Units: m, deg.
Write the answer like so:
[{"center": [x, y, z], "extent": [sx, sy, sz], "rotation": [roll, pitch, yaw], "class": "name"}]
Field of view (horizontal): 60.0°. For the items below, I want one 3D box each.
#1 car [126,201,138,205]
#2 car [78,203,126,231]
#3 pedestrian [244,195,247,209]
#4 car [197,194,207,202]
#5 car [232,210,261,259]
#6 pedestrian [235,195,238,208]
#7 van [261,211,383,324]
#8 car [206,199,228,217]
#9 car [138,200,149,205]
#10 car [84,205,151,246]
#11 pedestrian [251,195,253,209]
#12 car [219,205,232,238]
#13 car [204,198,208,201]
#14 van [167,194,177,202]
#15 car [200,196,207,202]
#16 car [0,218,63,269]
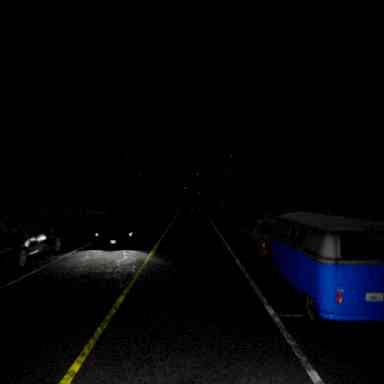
[{"center": [-5.768, 1.609, 26.383], "extent": [1.887, 1.381, 4.507], "rotation": [0, 0, 0], "class": "car"}, {"center": [-5.767, 1.602, 20.939], "extent": [2.008, 1.369, 4.403], "rotation": [0, 0, 0], "class": "car"}, {"center": [7.124, 1.290, 44.546], "extent": [0.375, 1.860, 0.375], "rotation": [0, 0, 0], "class": "pedestrian"}, {"center": [2.935, 1.767, 79.454], "extent": [2.008, 1.369, 4.403], "rotation": [0, 0, 1], "class": "car"}, {"center": [2.761, 1.555, 12.464], "extent": [1.752, 1.417, 4.829], "rotation": [0, 0, 0], "class": "car"}, {"center": [6.124, 1.258, 45.746], "extent": [0.375, 1.860, 0.375], "rotation": [0, 0, 0], "class": "pedestrian"}, {"center": [2.762, 1.357, 6.881], "extent": [1.690, 1.788, 3.998], "rotation": [0, 0, 0], "class": "van"}, {"center": [2.756, 1.631, 32.279], "extent": [2.008, 1.369, 4.403], "rotation": [0, 0, 0], "class": "car"}, {"center": [-5.770, 1.645, 37.272], "extent": [2.008, 1.369, 4.403], "rotation": [0, 0, 0], "class": "car"}, {"center": [-3.103, 1.585, 15.739], "extent": [2.033, 1.411, 5.357], "rotation": [0, 0, 0], "class": "car"}, {"center": [8.124, 1.363, 45.146], "extent": [0.375, 1.860, 0.375], "rotation": [0, 0, 0], "class": "pedestrian"}, {"center": [2.759, 1.608, 17.707], "extent": [1.947, 1.339, 4.313], "rotation": [0, 0, 0], "class": "car"}, {"center": [2.755, 1.645, 37.271], "extent": [2.008, 1.369, 4.403], "rotation": [0, 0, 0], "class": "car"}, {"center": [-5.541, 1.574, 85.040], "extent": [1.690, 1.788, 3.998], "rotation": [0, 0, 1], "class": "van"}, {"center": [2.985, 1.759, 85.136], "extent": [1.752, 1.417, 4.829], "rotation": [0, 0, 1], "class": "car"}, {"center": [-5.764, 1.577, 11.067], "extent": [2.008, 1.369, 4.403], "rotation": [0, 0, 0], "class": "car"}]
